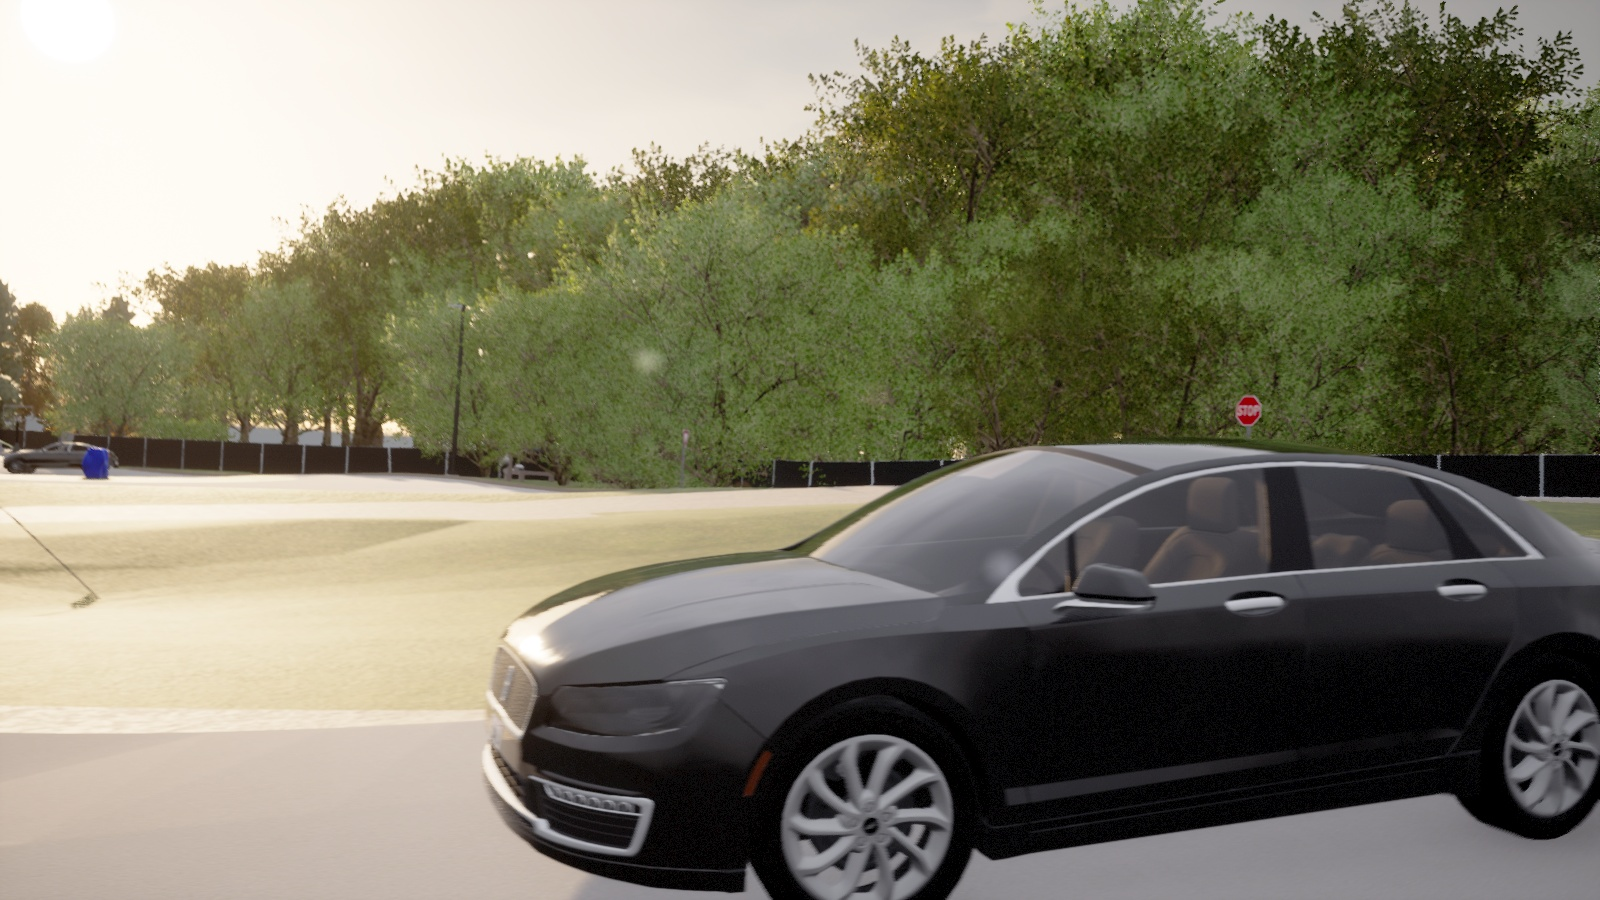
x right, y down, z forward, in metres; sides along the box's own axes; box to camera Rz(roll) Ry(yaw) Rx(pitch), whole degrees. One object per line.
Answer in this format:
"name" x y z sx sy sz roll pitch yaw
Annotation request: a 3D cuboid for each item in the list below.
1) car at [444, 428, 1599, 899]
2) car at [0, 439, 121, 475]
"car" 1.210 0.702 5.051 4.892 1.490 1.837 1 1 -22
"car" -37.374 0.371 63.465 5.027 1.651 2.152 2 -1 -17
